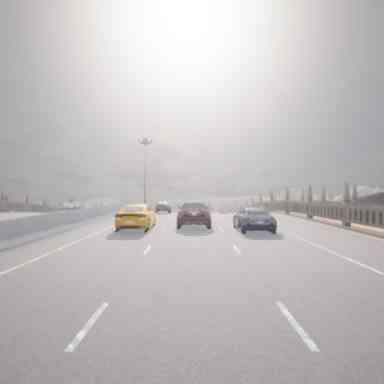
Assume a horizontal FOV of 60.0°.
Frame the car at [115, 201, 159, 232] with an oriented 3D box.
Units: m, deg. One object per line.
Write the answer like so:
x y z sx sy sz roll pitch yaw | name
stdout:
-3.381 1.494 20.477 1.882 1.535 5.008 0 0 0 | car

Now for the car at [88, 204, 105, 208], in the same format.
-13.973 2.494 49.677 2.033 1.411 5.357 0 -5 0 | car

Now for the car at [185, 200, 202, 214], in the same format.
0.137 1.752 39.544 1.882 1.535 5.008 0 -3 0 | car

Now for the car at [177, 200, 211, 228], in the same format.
0.121 1.371 22.111 2.097 1.767 4.553 0 0 0 | car

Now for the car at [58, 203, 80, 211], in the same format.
-17.497 2.312 47.793 1.812 1.442 4.674 0 -5 1 | car

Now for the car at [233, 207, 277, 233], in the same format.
3.618 1.580 19.636 1.994 1.385 4.181 0 0 0 | car

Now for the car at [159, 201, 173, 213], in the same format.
-3.371 1.774 38.972 1.812 1.442 4.674 0 -3 -1 | car
